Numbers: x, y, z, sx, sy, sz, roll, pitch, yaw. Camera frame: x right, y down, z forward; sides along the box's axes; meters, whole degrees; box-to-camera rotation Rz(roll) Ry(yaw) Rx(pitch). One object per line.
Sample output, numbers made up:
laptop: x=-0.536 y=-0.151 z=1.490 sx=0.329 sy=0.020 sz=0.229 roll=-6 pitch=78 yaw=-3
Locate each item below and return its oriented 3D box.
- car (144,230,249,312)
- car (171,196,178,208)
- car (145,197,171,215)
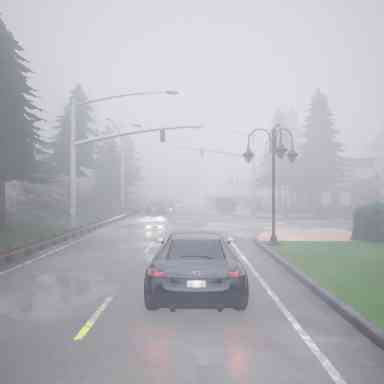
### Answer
car: x=0.086 y=1.564 z=7.782 sx=1.994 sy=1.385 sz=4.181 roll=0 pitch=0 yaw=0
car: x=-3.542 y=1.546 z=48.747 sx=2.033 sy=1.411 sz=5.357 roll=0 pitch=0 yaw=0
car: x=-3.562 y=1.492 z=33.482 sx=2.128 sy=1.511 sz=4.902 roll=0 pitch=0 yaw=0
